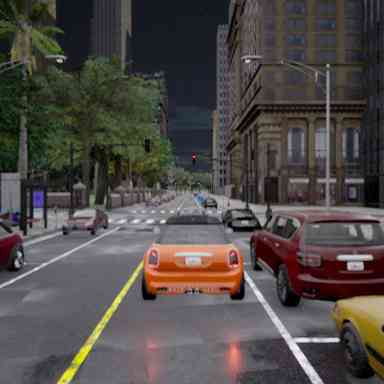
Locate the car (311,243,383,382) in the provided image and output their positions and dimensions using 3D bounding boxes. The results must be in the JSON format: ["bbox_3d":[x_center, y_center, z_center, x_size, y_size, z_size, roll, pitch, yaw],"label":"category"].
[{"bbox_3d":[2.750,1.526,2.689,1.752,1.417,4.829,0,0,0],"label":"car"}]

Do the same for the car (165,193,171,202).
[{"bbox_3d":[-6.192,1.425,72.300,1.967,1.590,4.097,0,0,0],"label":"car"}]

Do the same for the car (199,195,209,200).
[{"bbox_3d":[2.463,1.564,50.651,1.947,1.339,4.313,0,0,0],"label":"car"}]

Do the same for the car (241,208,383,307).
[{"bbox_3d":[2.718,1.317,7.944,2.192,1.841,5.009,0,0,0],"label":"car"}]

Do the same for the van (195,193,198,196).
[{"bbox_3d":[2.268,1.315,83.172,1.690,1.788,3.998,0,0,0],"label":"van"}]

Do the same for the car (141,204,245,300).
[{"bbox_3d":[0.026,1.355,8.563,2.097,1.767,4.553,0,0,0],"label":"car"}]

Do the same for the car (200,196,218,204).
[{"bbox_3d":[2.496,1.565,45.230,1.947,1.339,4.313,0,0,0],"label":"car"}]

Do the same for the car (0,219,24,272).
[{"bbox_3d":[-5.807,1.443,7.909,1.967,1.590,4.097,0,0,0],"label":"car"}]

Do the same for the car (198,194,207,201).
[{"bbox_3d":[2.430,1.521,56.241,1.752,1.417,4.829,0,0,0],"label":"car"}]

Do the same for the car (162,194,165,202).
[{"bbox_3d":[-6.095,1.436,56.039,1.967,1.590,4.097,0,0,0],"label":"car"}]

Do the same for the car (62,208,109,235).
[{"bbox_3d":[-5.871,1.586,18.761,1.802,1.307,4.206,0,0,0],"label":"car"}]

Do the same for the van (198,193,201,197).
[{"bbox_3d":[2.397,1.334,61.491,1.690,1.788,3.998,0,0,0],"label":"van"}]

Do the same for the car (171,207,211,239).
[{"bbox_3d":[-0.044,1.604,18.382,1.895,1.301,4.718,0,0,0],"label":"car"}]

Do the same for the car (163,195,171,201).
[{"bbox_3d":[-6.256,1.499,82.971,1.752,1.417,4.829,0,0,0],"label":"car"}]

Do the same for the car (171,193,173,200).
[{"bbox_3d":[-6.225,1.295,77.721,2.192,1.841,5.009,0,0,0],"label":"car"}]

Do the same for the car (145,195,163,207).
[{"bbox_3d":[-6.062,1.549,50.619,2.008,1.369,4.403,0,0,0],"label":"car"}]

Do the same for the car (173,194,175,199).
[{"bbox_3d":[-6.288,1.493,88.391,1.752,1.417,4.829,0,0,0],"label":"car"}]
